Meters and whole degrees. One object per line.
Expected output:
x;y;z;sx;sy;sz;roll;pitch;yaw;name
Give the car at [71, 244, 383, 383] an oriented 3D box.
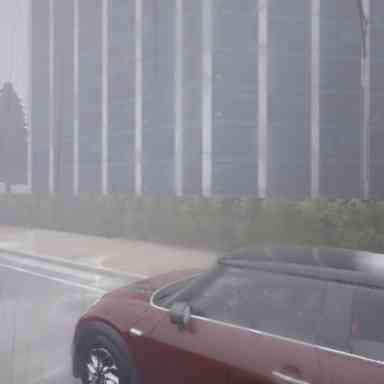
0.819;1.349;3.407;4.553;1.767;2.097;0;0;35;car
